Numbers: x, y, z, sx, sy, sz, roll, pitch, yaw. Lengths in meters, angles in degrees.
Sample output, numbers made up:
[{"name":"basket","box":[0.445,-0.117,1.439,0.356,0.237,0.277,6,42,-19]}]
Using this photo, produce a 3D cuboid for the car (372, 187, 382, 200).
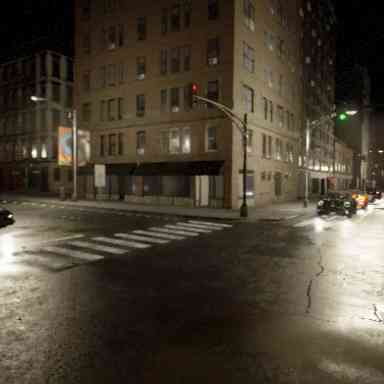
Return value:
[{"name":"car","box":[25.582,0.141,47.118,2.097,1.767,4.553,2,2,33]}]

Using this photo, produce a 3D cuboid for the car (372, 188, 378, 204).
[{"name":"car","box":[20.047,0.593,38.559,1.895,1.301,4.718,2,2,33]}]

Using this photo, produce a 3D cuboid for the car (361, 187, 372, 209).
[{"name":"car","box":[14.786,0.542,30.370,2.097,1.767,4.553,2,2,33]}]

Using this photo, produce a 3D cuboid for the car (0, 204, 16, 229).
[{"name":"car","box":[-9.665,0.763,14.169,5.357,1.411,2.033,3,3,36]}]

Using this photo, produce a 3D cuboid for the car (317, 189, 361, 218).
[{"name":"car","box":[10.051,0.723,22.892,2.097,1.767,4.553,2,2,32]}]
